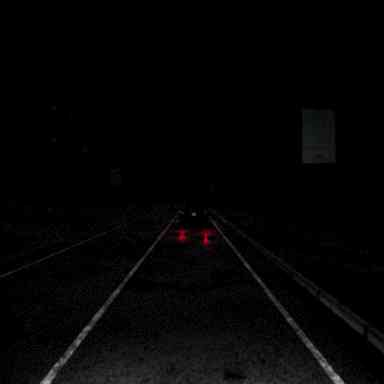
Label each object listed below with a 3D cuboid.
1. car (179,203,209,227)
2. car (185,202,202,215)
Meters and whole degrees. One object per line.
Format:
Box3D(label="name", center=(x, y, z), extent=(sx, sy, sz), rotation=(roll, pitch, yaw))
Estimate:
Box3D(label="car", center=(0.142, 1.624, 25.154), extent=(2.097, 1.767, 4.553), rotation=(0, -1, 0))
Box3D(label="car", center=(0.169, 2.031, 41.517), extent=(1.994, 1.385, 4.181), rotation=(0, -1, 0))
